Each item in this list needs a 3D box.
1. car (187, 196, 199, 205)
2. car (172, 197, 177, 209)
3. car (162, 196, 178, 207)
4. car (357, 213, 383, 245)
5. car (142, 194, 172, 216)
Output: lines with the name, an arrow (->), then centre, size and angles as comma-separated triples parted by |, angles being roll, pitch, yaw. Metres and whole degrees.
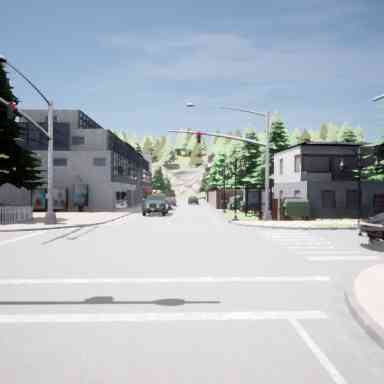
car -> 0.251, 1.505, 59.507 | 1.837, 1.490, 4.892 | 0, 0, 0
car -> -3.491, 1.491, 42.704 | 2.128, 1.511, 4.902 | 0, 0, 0
car -> -3.448, 1.491, 52.972 | 2.128, 1.511, 4.902 | 0, 0, 0
car -> 9.222, 1.472, 13.287 | 4.902, 1.511, 2.128 | 0, 0, -4
car -> -3.519, 1.221, 32.654 | 2.150, 2.045, 5.566 | 0, 0, 0
